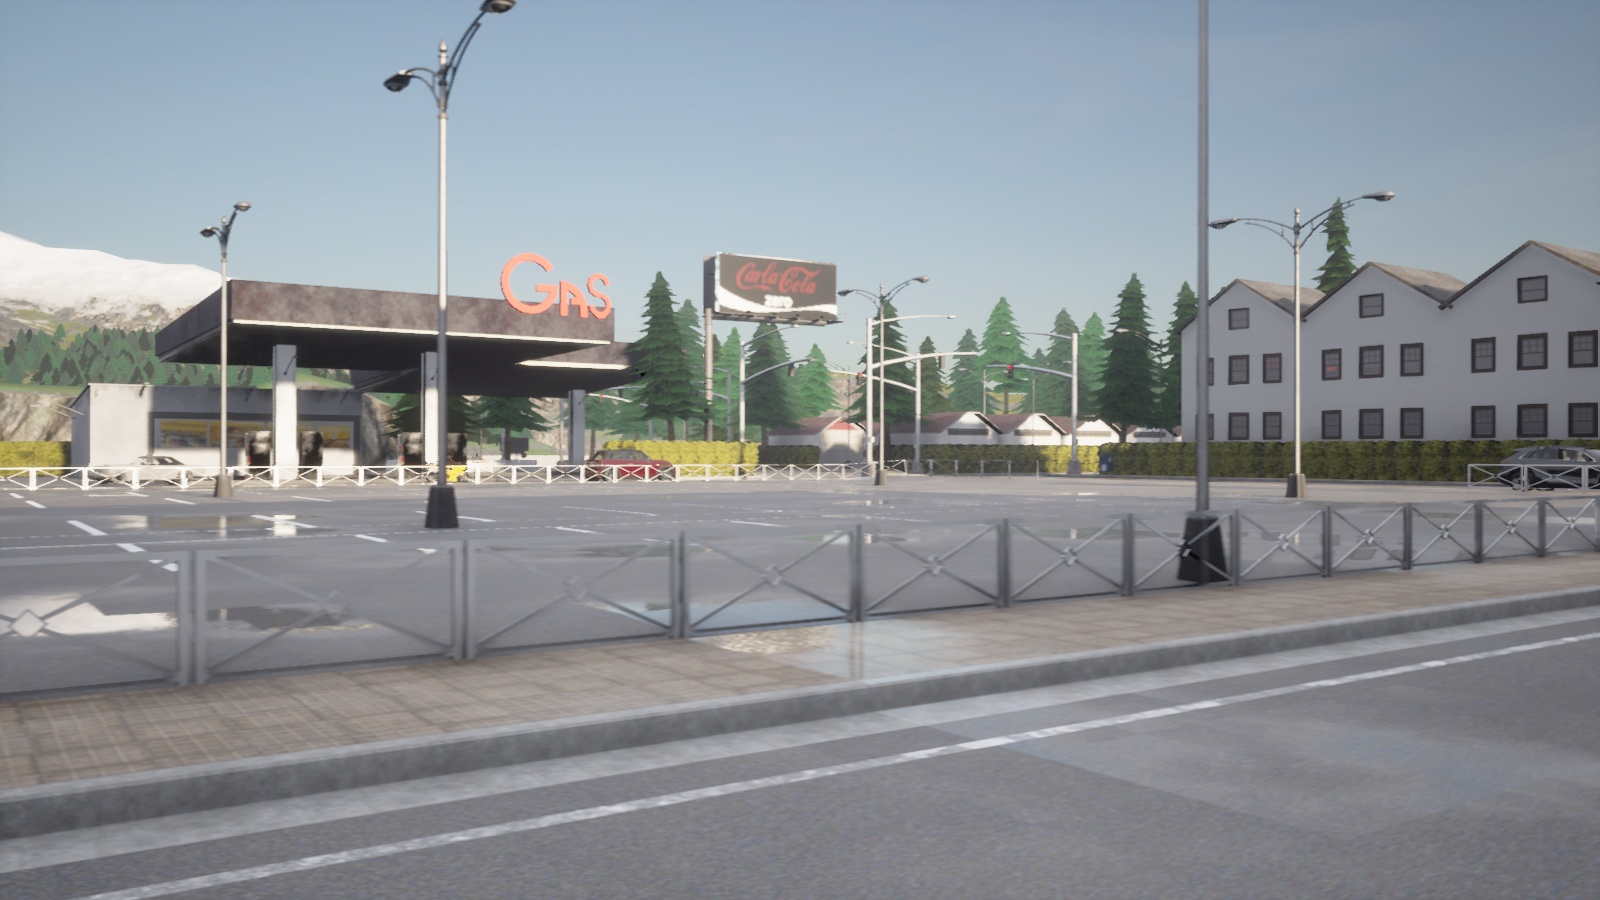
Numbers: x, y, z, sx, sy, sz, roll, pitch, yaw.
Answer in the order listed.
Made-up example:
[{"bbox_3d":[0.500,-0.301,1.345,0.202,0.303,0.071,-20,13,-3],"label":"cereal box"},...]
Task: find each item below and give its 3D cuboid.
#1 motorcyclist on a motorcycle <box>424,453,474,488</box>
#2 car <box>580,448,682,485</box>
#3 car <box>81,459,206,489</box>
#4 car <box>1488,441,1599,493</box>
[{"bbox_3d":[-15.883,0.915,56.854,2.044,1.523,0.797,0,0,-35],"label":"motorcyclist on a motorcycle"},{"bbox_3d":[-8.326,0.788,62.050,4.553,1.767,2.097,0,0,-35],"label":"car"},{"bbox_3d":[-30.202,1.066,57.891,1.895,1.301,4.718,0,0,41],"label":"car"},{"bbox_3d":[25.907,0.546,41.816,2.033,1.649,4.856,0,0,-35],"label":"car"}]
